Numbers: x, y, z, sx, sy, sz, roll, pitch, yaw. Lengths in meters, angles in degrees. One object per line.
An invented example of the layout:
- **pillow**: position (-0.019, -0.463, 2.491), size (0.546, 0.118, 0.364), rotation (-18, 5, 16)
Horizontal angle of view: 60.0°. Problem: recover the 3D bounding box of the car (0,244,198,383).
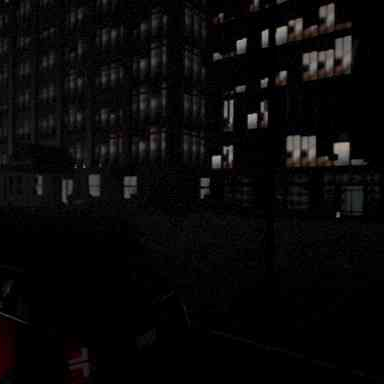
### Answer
- **car**: position (-2.016, 1.416, 4.301), size (4.097, 1.590, 1.967), rotation (0, 1, 36)
